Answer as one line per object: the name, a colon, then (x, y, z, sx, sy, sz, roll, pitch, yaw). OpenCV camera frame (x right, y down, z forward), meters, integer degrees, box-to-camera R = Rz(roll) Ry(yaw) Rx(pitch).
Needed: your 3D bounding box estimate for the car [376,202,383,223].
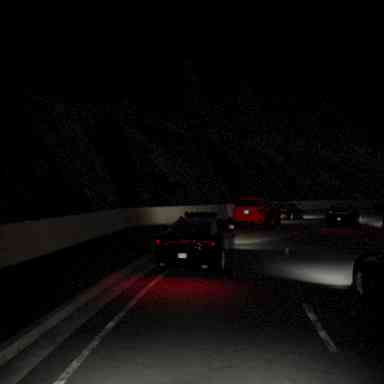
car: (12.144, 1.583, 19.163, 2.128, 1.511, 4.902, 0, 0, 26)

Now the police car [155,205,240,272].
police car: (0.334, 1.476, 11.236, 1.930, 1.638, 5.238, 0, 0, 13)

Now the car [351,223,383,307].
car: (4.260, 1.531, 5.419, 1.837, 1.490, 4.892, -1, 0, 7)

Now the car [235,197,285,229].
car: (4.509, 1.327, 22.674, 2.150, 2.045, 5.566, 0, 0, 27)

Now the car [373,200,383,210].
car: (25.901, 1.772, 43.869, 4.181, 1.385, 1.994, 0, 0, -25)

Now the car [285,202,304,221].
car: (8.249, 1.638, 28.980, 1.837, 1.490, 4.892, 0, 0, 35)

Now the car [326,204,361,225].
car: (11.039, 1.605, 24.202, 2.128, 1.511, 4.902, 0, 0, 31)
